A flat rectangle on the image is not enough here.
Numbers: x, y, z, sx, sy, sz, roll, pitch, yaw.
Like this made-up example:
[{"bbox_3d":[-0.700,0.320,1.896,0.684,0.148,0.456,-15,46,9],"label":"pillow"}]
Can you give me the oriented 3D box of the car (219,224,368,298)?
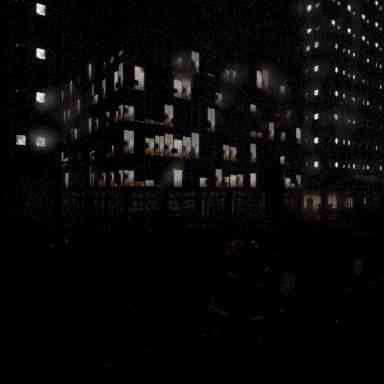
[{"bbox_3d":[2.711,1.545,8.481,4.507,1.381,1.887,0,0,-35],"label":"car"}]
